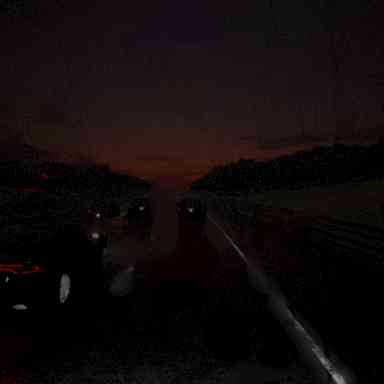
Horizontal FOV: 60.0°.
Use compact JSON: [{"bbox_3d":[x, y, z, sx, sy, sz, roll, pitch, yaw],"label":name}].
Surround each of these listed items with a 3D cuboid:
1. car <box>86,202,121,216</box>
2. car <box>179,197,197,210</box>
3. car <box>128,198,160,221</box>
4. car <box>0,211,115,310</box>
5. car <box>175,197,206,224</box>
[{"bbox_3d":[-7.192,1.465,27.540,1.895,1.301,4.718,0,0,-1],"label":"car"},{"bbox_3d":[-0.514,1.338,41.251,2.033,1.411,5.357,0,0,-1],"label":"car"},{"bbox_3d":[-3.660,1.226,25.963,2.097,1.767,4.553,0,0,-1],"label":"car"},{"bbox_3d":[-3.401,1.439,7.828,1.882,1.535,5.008,0,0,0],"label":"car"},{"bbox_3d":[-0.118,1.238,24.085,2.097,1.767,4.553,0,0,-1],"label":"car"}]
